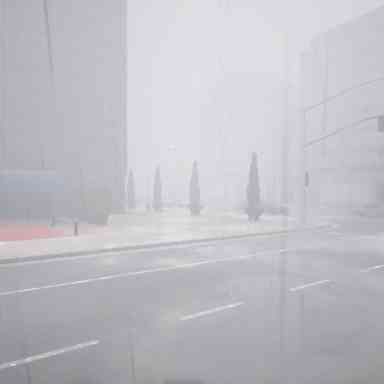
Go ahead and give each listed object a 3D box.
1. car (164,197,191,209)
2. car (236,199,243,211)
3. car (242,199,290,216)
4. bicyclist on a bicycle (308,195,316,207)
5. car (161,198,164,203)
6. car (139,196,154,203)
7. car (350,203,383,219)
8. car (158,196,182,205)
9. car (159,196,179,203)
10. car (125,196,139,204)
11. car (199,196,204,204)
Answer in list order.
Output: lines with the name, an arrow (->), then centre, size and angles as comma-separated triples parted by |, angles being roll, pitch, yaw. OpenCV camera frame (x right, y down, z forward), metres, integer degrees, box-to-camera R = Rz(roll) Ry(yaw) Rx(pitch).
car -> -1.631, 1.525, 46.156 | 1.812, 1.442, 4.674 | 0, 0, -35
car -> 7.297, 1.506, 39.450 | 1.837, 1.490, 4.892 | 0, 0, -35
car -> 7.525, 1.526, 32.986 | 1.812, 1.442, 4.674 | 0, 0, -35
bicyclist on a bicycle -> 16.857, 1.301, 46.689 | 1.656, 1.620, 0.582 | 0, 0, -35
car -> -2.767, 1.526, 53.939 | 1.812, 1.442, 4.674 | 0, 0, -35
car -> -9.874, 1.520, 70.413 | 2.128, 1.511, 4.902 | 0, 0, -35
car -> 15.705, 1.601, 27.367 | 1.895, 1.301, 4.718 | 0, 0, -35
car -> -4.158, 1.547, 62.386 | 2.033, 1.411, 5.357 | 0, 0, -35
car -> -4.859, 1.601, 69.491 | 1.895, 1.301, 4.718 | 0, 0, -35
car -> -12.303, 1.495, 61.658 | 2.128, 1.511, 4.902 | 0, 0, -35
car -> 0.269, 1.352, 62.154 | 2.097, 1.767, 4.553 | 0, 0, -35
